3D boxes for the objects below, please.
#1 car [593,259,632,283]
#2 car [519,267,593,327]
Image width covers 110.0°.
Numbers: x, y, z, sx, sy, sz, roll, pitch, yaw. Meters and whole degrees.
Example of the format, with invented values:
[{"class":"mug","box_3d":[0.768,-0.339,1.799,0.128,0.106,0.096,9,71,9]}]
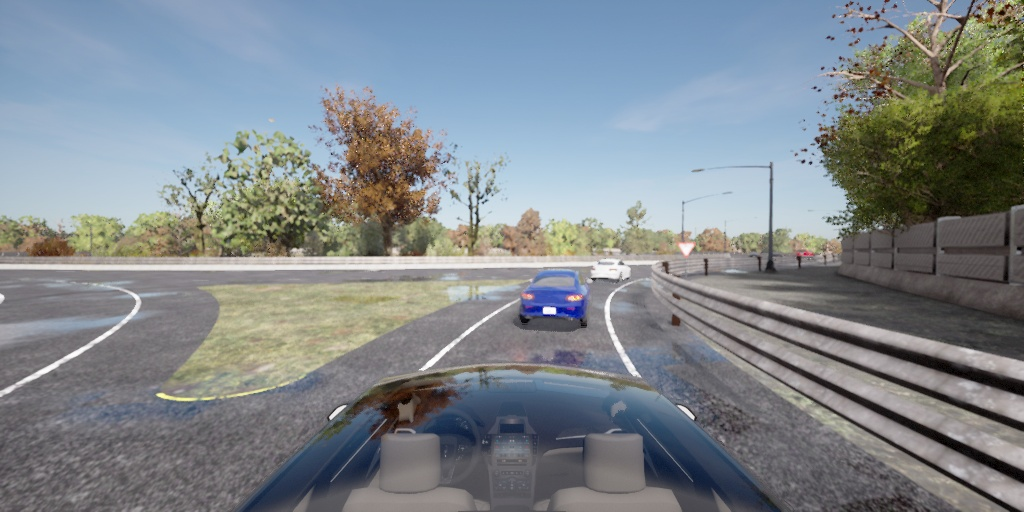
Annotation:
[{"class":"car","box_3d":[6.517,0.922,23.499,1.812,1.442,4.674,1,1,29]},{"class":"car","box_3d":[1.433,1.125,10.930,1.812,1.442,4.674,0,1,13]}]
